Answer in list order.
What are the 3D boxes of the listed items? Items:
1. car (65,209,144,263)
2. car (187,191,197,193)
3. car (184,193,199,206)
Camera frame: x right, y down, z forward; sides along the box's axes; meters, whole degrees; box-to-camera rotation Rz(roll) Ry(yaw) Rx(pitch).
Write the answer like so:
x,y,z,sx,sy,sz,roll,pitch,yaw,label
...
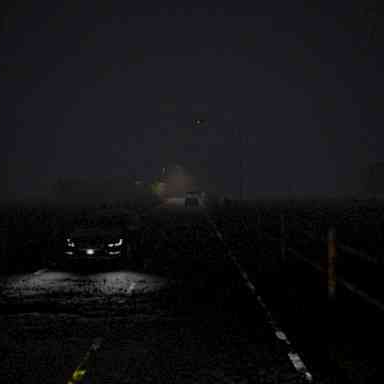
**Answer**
x,y,z,sx,sy,sz,roll,pitch,yaw,label
-2.842,1.415,11.747,1.837,1.490,4.892,0,0,0,car
-0.050,0.767,56.510,2.150,2.045,5.566,0,0,0,car
-0.041,1.195,46.479,1.994,1.385,4.181,0,0,0,car
